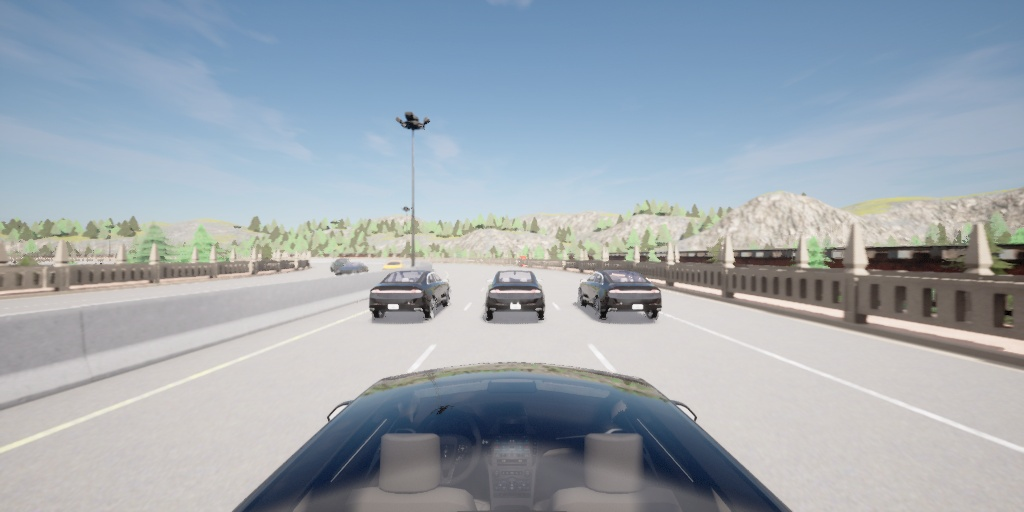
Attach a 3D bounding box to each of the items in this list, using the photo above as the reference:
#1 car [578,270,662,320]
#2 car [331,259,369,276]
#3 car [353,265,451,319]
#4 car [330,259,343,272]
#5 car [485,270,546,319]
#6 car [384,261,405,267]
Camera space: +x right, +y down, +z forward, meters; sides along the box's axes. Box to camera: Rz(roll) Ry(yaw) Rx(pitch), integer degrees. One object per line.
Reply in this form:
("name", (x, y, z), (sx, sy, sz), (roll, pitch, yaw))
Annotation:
("car", (3.599, 1.242, 12.688), (2.128, 1.511, 4.902), (0, 0, 0))
("car", (-15.295, 1.298, 34.786), (2.033, 1.411, 5.357), (0, 0, -9))
("car", (-3.400, 1.242, 12.702), (2.128, 1.511, 4.902), (0, 0, 0))
("car", (-21.004, 1.102, 44.356), (2.097, 1.767, 4.553), (0, 0, -16))
("car", (0.102, 1.242, 12.693), (2.128, 1.511, 4.902), (0, 0, 0))
("car", (-12.282, 1.228, 37.639), (1.882, 1.535, 5.008), (0, 0, -11))
